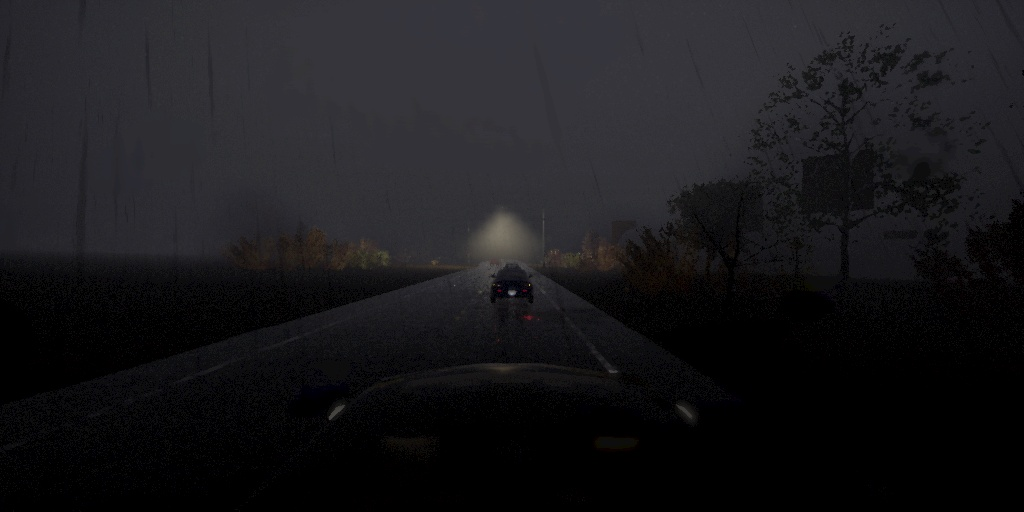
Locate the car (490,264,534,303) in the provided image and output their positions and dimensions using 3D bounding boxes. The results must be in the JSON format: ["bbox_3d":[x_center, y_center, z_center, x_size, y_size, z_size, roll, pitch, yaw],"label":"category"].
[{"bbox_3d":[0.000,1.285,16.501,1.812,1.442,4.674,0,0,0],"label":"car"}]

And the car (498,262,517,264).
[{"bbox_3d":[0.000,1.332,31.501,1.994,1.385,4.181,0,0,0],"label":"car"}]
